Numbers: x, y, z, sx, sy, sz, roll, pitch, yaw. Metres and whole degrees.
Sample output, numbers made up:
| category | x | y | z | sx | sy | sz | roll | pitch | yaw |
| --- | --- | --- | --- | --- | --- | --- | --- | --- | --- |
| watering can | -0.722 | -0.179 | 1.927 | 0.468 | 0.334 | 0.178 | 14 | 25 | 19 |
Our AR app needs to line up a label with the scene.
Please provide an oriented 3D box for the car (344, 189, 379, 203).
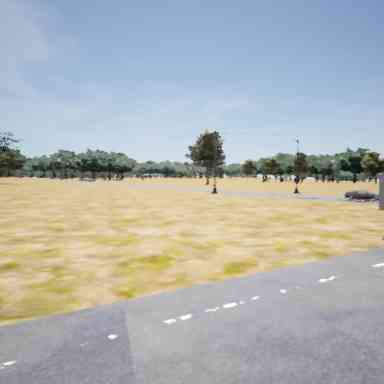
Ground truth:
| category | x | y | z | sx | sy | sz | roll | pitch | yaw |
| --- | --- | --- | --- | --- | --- | --- | --- | --- | --- |
| car | 20.900 | 0.446 | 40.103 | 2.128 | 1.511 | 4.902 | 0 | 2 | -34 |
